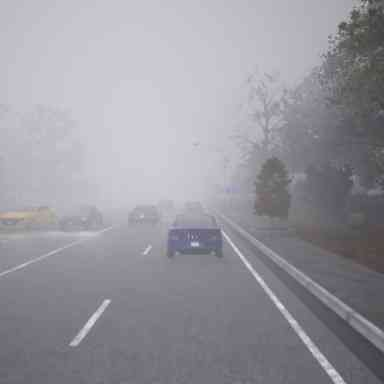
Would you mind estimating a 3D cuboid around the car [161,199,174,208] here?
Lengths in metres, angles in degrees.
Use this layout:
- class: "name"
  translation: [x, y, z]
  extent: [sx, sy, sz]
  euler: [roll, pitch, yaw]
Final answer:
- class: "car"
  translation: [-3.390, 1.576, 43.342]
  extent: [1.994, 1.385, 4.181]
  euler: [0, 0, 0]

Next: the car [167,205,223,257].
- class: "car"
  translation: [0.101, 1.512, 13.052]
  extent: [1.882, 1.535, 5.008]
  euler: [0, 0, 0]

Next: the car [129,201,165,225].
- class: "car"
  translation: [-3.396, 1.613, 24.535]
  extent: [1.994, 1.385, 4.181]
  euler: [0, 0, 0]

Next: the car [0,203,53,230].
- class: "car"
  translation: [-10.594, 1.526, 21.834]
  extent: [1.882, 1.535, 5.008]
  euler: [0, 0, 0]

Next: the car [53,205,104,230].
- class: "car"
  translation: [-7.103, 1.574, 21.807]
  extent: [1.812, 1.442, 4.674]
  euler: [0, 0, 0]

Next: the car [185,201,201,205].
- class: "car"
  translation: [0.105, 1.590, 32.579]
  extent: [2.033, 1.411, 5.357]
  euler: [0, 0, 0]
